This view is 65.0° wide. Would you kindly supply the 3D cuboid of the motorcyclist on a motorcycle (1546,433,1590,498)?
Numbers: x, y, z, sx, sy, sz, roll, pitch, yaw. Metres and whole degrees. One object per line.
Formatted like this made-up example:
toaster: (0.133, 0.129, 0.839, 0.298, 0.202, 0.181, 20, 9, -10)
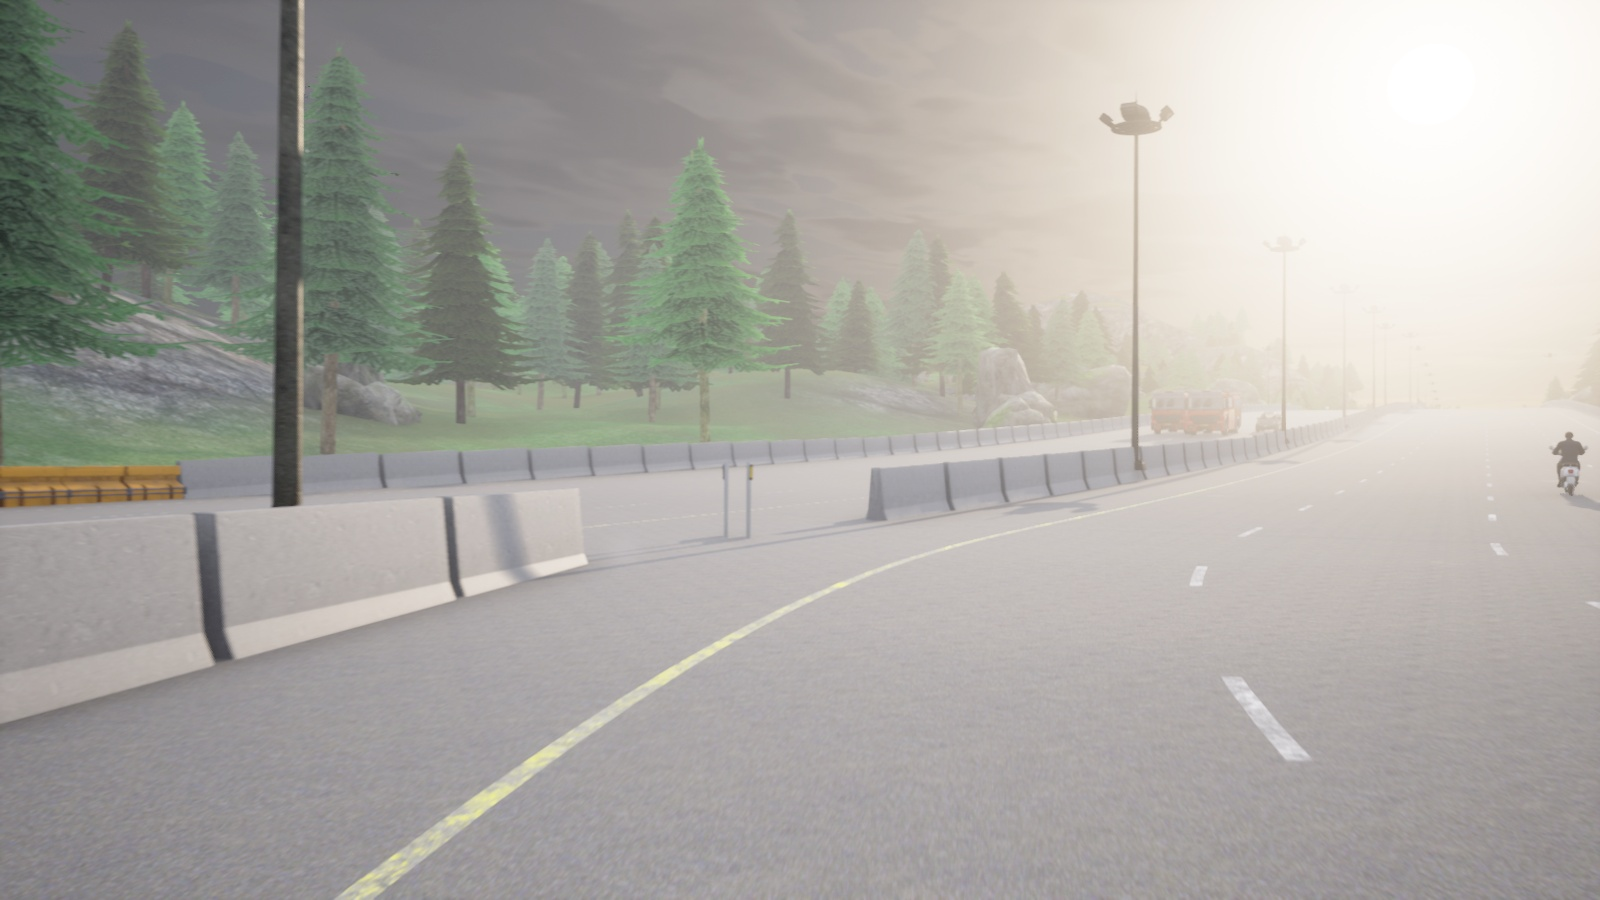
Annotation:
motorcyclist on a motorcycle: (19.495, 0.363, 31.898, 0.866, 1.590, 1.817, 0, 1, 28)
